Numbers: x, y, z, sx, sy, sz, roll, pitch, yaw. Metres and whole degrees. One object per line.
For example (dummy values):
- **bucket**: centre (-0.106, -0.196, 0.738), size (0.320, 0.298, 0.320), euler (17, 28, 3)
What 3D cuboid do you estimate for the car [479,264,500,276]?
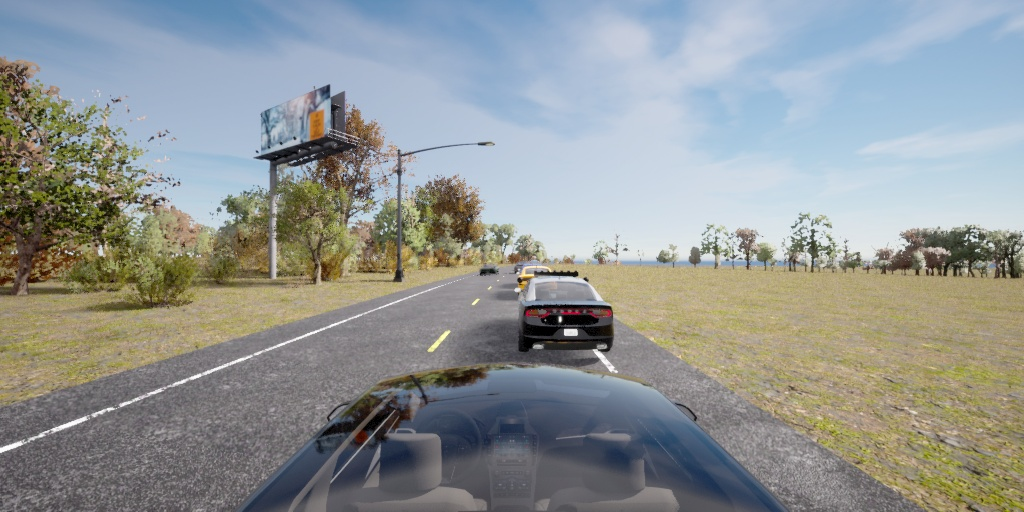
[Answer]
- **car**: centre (-2.489, 1.527, 40.174), size (1.895, 1.301, 4.718), euler (0, 0, 3)

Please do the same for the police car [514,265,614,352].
- **police car**: centre (1.092, 1.184, 9.068), size (1.930, 1.638, 5.238), euler (0, 0, 1)

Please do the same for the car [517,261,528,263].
- **car**: centre (1.421, 1.295, 24.902), size (1.882, 1.535, 5.008), euler (0, 0, 2)

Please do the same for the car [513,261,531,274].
- **car**: centre (1.326, 1.466, 45.966), size (2.128, 1.511, 4.902), euler (0, 0, 4)

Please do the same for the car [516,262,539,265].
- **car**: centre (1.259, 1.266, 18.924), size (1.882, 1.535, 5.008), euler (0, 0, 1)
